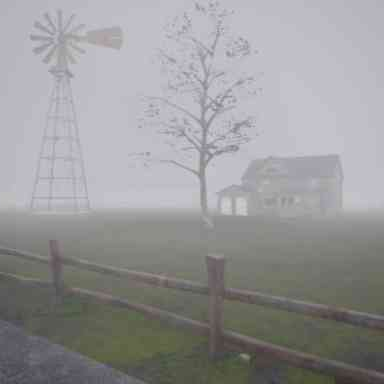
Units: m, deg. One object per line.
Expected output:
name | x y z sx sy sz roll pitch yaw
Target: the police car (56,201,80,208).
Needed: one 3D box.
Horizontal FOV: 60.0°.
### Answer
police car | -27.052 2.756 72.300 2.038 1.542 4.974 0 -1 35
